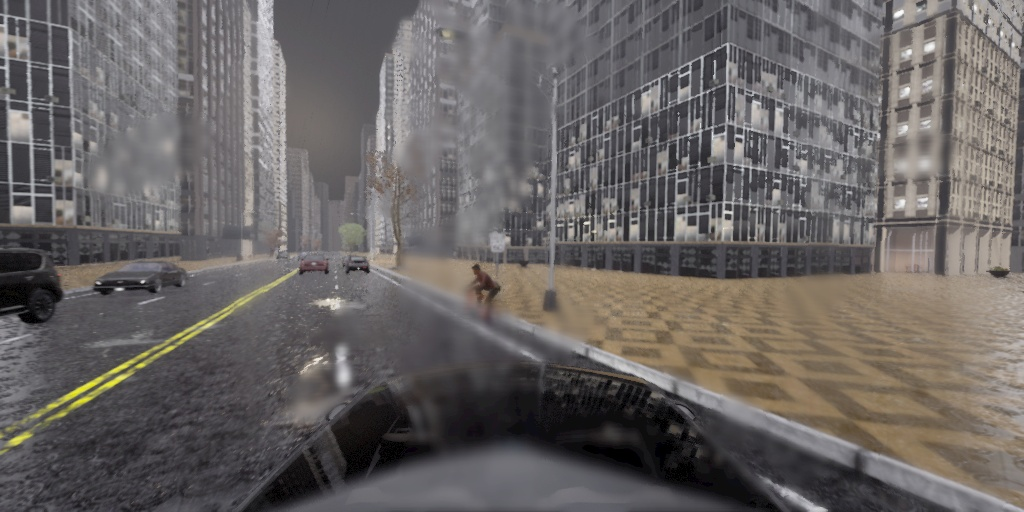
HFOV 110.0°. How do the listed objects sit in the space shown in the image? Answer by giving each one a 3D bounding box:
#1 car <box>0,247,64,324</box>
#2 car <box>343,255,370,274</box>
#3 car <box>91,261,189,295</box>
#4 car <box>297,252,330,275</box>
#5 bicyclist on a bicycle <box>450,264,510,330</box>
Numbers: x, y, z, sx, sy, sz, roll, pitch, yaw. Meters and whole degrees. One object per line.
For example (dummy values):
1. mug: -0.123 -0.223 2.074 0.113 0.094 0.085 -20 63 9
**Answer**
1. car: -12.916 0.808 7.866 2.150 2.045 5.566 0 1 -26
2. car: -13.523 0.737 31.343 1.837 1.490 4.892 0 1 -26
3. car: -17.645 0.965 17.419 2.033 1.411 5.357 0 1 -27
4. car: -16.712 0.579 30.514 2.097 1.767 4.553 0 1 -26
5. bicyclist on a bicycle: -0.776 1.041 9.135 1.656 1.620 0.582 1 1 -26
